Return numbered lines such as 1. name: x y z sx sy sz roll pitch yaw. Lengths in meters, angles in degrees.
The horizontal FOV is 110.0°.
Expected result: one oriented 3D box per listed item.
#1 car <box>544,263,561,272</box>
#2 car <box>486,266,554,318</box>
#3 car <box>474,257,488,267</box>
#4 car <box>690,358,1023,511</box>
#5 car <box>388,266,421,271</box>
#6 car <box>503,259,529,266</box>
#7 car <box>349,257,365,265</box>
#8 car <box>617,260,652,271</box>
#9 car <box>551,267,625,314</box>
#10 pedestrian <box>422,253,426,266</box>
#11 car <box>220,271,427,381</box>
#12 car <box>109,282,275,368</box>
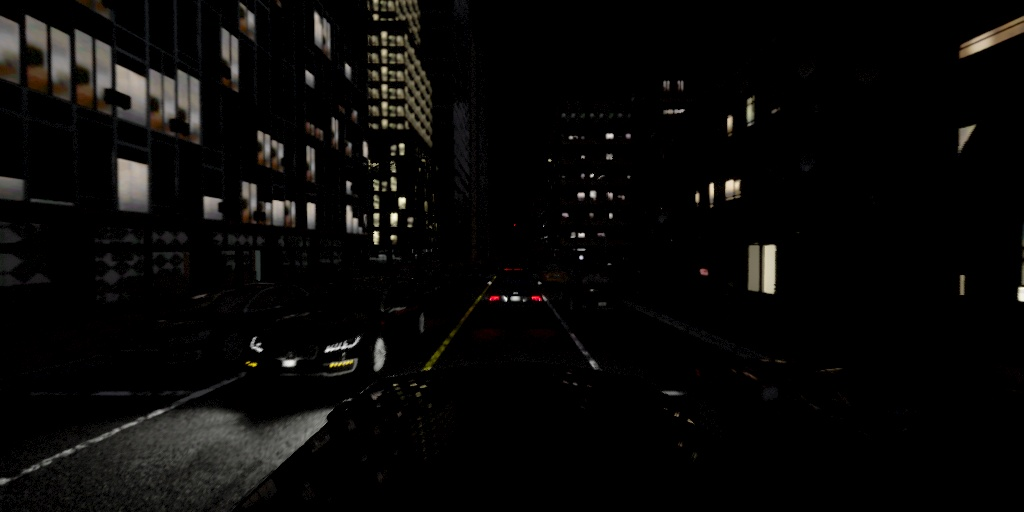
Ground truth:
1. car: 2.817 1.192 24.808 1.751 1.417 4.829 0 0 0
2. car: 0.096 1.257 12.765 2.033 1.411 5.357 0 0 0
3. car: -5.697 1.059 62.422 1.751 1.417 4.829 0 0 0
4. car: 2.758 1.294 2.061 1.888 1.381 4.507 0 0 0
5. car: -5.822 1.232 19.051 1.888 1.381 4.507 0 0 0
6. car: 0.091 1.158 27.219 1.837 1.490 4.892 0 -1 0
7. car: -21.671 0.870 48.272 4.829 1.417 1.751 0 0 1
8. car: 16.304 1.215 47.779 4.403 1.370 2.007 0 0 1
9. car: 2.818 1.258 13.350 2.007 1.370 4.403 0 0 0
10. pedestrian: -12.553 0.503 51.104 0.375 1.860 0.375 0 1 1
11. car: -3.098 1.234 7.418 1.837 1.490 4.892 0 0 0
12. car: -5.795 1.279 7.761 2.007 1.370 4.403 0 0 0
